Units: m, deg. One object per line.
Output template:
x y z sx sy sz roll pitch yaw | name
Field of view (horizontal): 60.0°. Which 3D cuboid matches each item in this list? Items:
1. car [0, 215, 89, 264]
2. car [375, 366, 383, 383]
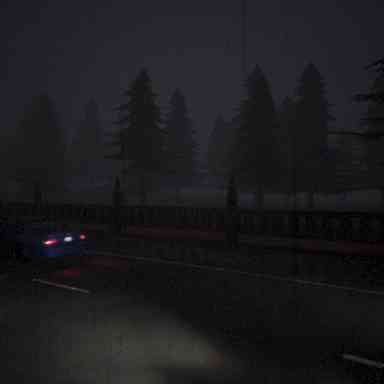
-6.078 1.526 11.648 5.357 1.411 2.033 0 0 29 | car
3.478 1.492 1.321 4.902 1.511 2.128 0 0 37 | car
